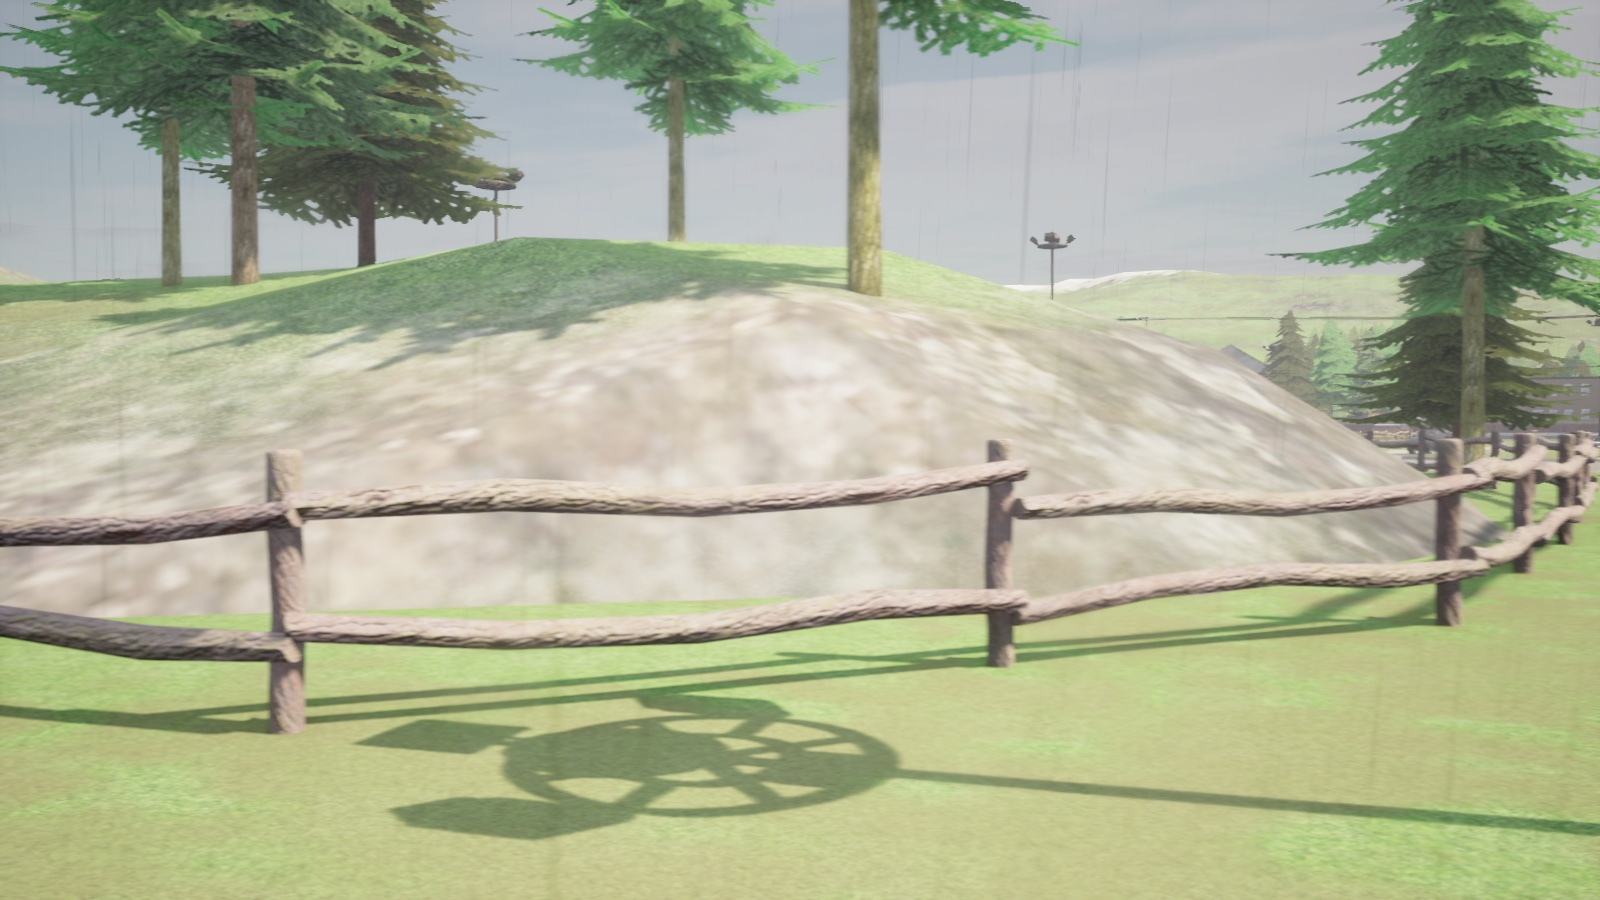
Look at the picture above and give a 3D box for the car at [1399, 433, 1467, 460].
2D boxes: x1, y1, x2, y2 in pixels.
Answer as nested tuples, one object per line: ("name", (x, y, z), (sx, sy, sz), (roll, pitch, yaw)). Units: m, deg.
("car", (36.852, -0.249, 73.066), (2.128, 1.511, 4.902), (1, 1, 44))
